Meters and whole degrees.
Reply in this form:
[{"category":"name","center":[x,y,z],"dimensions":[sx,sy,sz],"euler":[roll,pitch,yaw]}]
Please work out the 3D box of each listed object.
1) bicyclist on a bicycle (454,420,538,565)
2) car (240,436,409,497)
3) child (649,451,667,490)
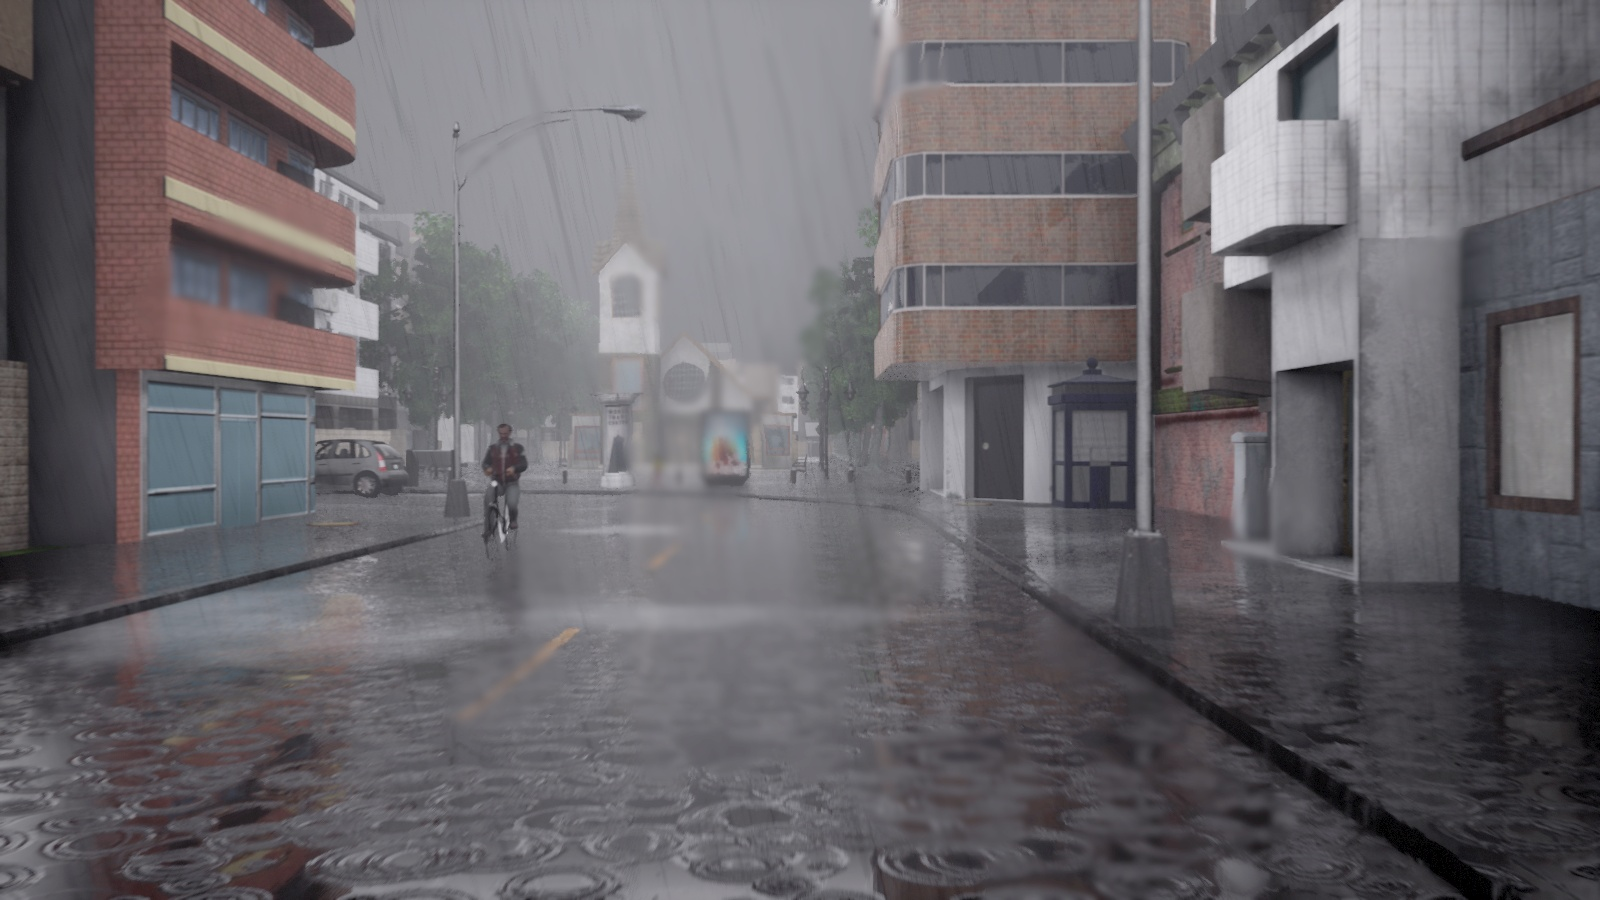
[{"category":"bicyclist on a bicycle","center":[-3.939,0.521,16.396],"dimensions":[0.659,1.776,1.843],"euler":[0,0,-1]},{"category":"car","center":[-13.160,0.437,34.895],"dimensions":[3.988,1.617,1.851],"euler":[0,0,4]},{"category":"child","center":[-4.278,0.620,37.784],"dimensions":[0.473,1.160,0.299],"euler":[0,0,20]}]
